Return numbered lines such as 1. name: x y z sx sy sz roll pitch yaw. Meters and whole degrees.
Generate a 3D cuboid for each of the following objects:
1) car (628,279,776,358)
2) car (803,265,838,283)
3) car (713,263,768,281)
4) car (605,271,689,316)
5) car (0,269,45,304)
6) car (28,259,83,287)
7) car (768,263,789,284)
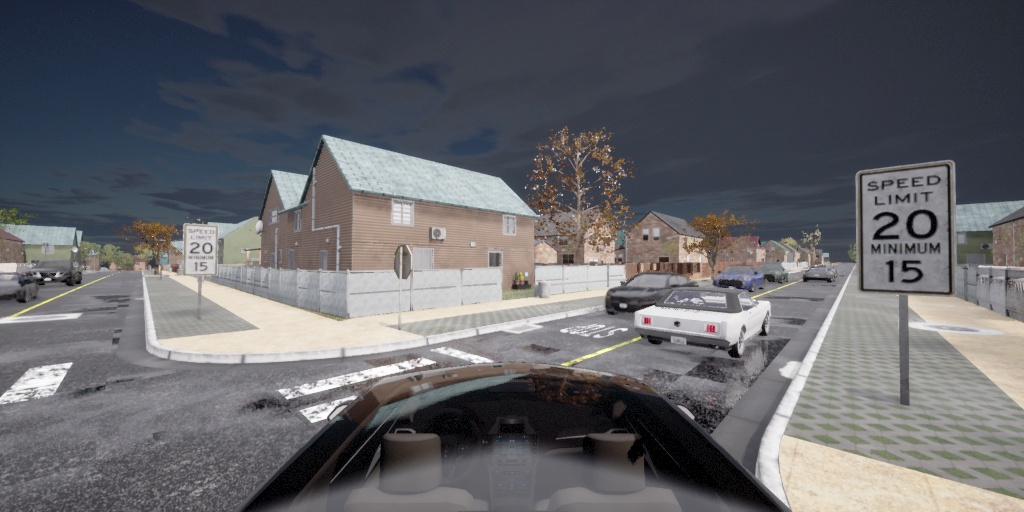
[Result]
1. car: 4.867 1.414 8.748 1.895 1.301 4.718 -1 -1 44
2. car: 27.697 1.652 32.354 4.181 1.385 1.994 1 -1 -45
3. car: 14.413 1.327 22.752 2.097 1.767 4.553 -1 -1 44
4. car: 5.292 1.343 13.295 1.882 1.535 5.008 -1 -1 44
5. car: -23.589 1.459 16.433 4.181 1.385 1.994 -1 -2 44
6. car: -34.993 1.285 27.549 2.150 2.045 5.566 2 0 -44
7. car: 22.111 1.421 30.696 2.097 1.767 4.553 -1 -1 44
